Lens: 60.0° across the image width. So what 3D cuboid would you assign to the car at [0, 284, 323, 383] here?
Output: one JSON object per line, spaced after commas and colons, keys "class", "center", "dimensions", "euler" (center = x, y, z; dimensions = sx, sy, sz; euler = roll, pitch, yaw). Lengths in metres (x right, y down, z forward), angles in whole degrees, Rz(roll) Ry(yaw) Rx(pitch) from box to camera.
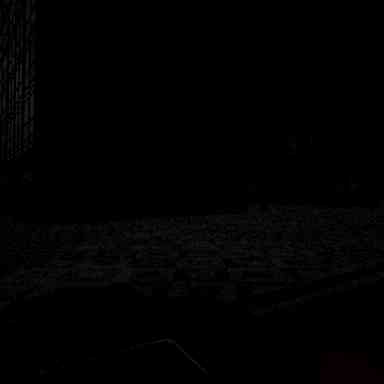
{"class": "car", "center": [-1.147, 1.601, 2.561], "dimensions": [4.718, 1.301, 1.895], "euler": [0, 0, -36]}
